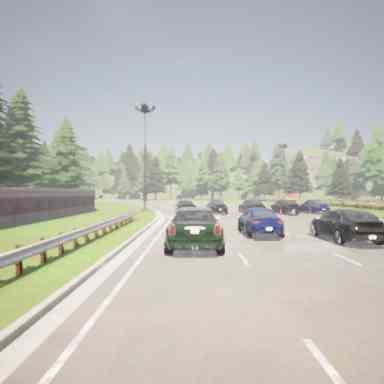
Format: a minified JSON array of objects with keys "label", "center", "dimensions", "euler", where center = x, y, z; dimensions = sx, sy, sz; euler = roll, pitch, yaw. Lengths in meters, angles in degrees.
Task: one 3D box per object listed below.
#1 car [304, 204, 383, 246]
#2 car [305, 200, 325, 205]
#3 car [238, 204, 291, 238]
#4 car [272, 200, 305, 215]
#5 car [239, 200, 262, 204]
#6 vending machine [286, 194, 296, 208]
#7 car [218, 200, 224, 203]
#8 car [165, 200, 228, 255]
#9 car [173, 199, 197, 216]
[{"label":"car","center":[7.097,1.539,15.507],"dimensions":[1.837,1.490,4.892],"euler":[0,0,0]},{"label":"car","center":[13.129,1.606,36.219],"dimensions":[1.812,1.442,4.674],"euler":[0,0,-8]},{"label":"car","center":[3.597,1.565,17.797],"dimensions":[1.812,1.442,4.674],"euler":[0,0,0]},{"label":"car","center":[9.742,1.582,35.208],"dimensions":[1.837,1.490,4.892],"euler":[1,0,-7]},{"label":"car","center":[6.225,1.582,35.200],"dimensions":[1.837,1.490,4.892],"euler":[1,0,-8]},{"label":"vending machine","center":[14.699,1.304,49.556],"dimensions":[1.100,2.100,0.880],"euler":[0,0,-14]},{"label":"car","center":[2.571,1.605,36.111],"dimensions":[1.812,1.442,4.674],"euler":[0,0,-8]},{"label":"car","center":[0.097,1.382,13.580],"dimensions":[2.097,1.767,4.553],"euler":[0,0,0]},{"label":"car","center":[-0.824,1.582,35.141],"dimensions":[1.837,1.490,4.892],"euler":[1,0,-8]}]
